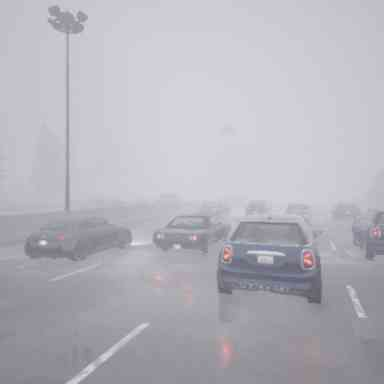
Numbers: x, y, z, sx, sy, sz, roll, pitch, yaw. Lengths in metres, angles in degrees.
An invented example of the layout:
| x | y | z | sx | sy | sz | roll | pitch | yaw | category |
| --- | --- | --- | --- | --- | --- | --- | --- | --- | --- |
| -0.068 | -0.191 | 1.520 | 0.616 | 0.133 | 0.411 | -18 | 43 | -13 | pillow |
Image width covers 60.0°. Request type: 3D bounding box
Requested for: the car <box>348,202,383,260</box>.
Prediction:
| x | y | z | sx | sy | sz | roll | pitch | yaw | category |
| --- | --- | --- | --- | --- | --- | --- | --- | --- | --- |
| 7.222 | 1.331 | 12.168 | 2.097 | 1.767 | 4.553 | 0 | 0 | 20 | car |

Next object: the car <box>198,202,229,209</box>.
| x | y | z | sx | sy | sz | roll | pitch | yaw | category |
| --- | --- | --- | --- | --- | --- | --- | --- | --- | --- |
| 2.018 | 1.549 | 28.807 | 1.895 | 1.301 | 4.718 | 0 | 0 | 20 | car |

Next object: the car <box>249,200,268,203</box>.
| x | y | z | sx | sy | sz | roll | pitch | yaw | category |
| --- | --- | --- | --- | --- | --- | --- | --- | --- | --- |
| 5.973 | 1.452 | 29.458 | 1.837 | 1.490 | 4.892 | 0 | 0 | 20 | car |

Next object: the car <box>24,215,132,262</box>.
| x | y | z | sx | sy | sz | roll | pitch | yaw | category |
| --- | --- | --- | --- | --- | --- | --- | --- | --- | --- |
| -3.930 | 1.542 | 12.208 | 1.994 | 1.385 | 4.181 | 0 | 0 | 20 | car |

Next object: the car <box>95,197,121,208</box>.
| x | y | z | sx | sy | sz | roll | pitch | yaw | category |
| --- | --- | --- | --- | --- | --- | --- | --- | --- | --- |
| -10.769 | 1.519 | 45.549 | 1.895 | 1.301 | 4.718 | 0 | 0 | 20 | car |

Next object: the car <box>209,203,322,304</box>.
| x | y | z | sx | sy | sz | roll | pitch | yaw | category |
| --- | --- | --- | --- | --- | --- | --- | --- | --- | --- |
| 2.160 | 1.336 | 8.477 | 2.097 | 1.767 | 4.553 | 0 | 0 | 20 | car |

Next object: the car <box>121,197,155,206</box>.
| x | y | z | sx | sy | sz | roll | pitch | yaw | category |
| --- | --- | --- | --- | --- | --- | --- | --- | --- | --- |
| -7.223 | 1.444 | 45.061 | 1.812 | 1.442 | 4.674 | 0 | 0 | 20 | car |

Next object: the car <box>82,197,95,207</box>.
| x | y | z | sx | sy | sz | roll | pitch | yaw | category |
| --- | --- | --- | --- | --- | --- | --- | --- | --- | --- |
| -13.721 | 1.406 | 47.674 | 2.128 | 1.511 | 4.902 | 0 | 0 | 20 | car |

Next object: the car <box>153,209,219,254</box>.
| x | y | z | sx | sy | sz | roll | pitch | yaw | category |
| --- | --- | --- | --- | --- | --- | --- | --- | --- | --- |
| 0.262 | 1.576 | 13.499 | 1.895 | 1.301 | 4.718 | 0 | 0 | 20 | car |

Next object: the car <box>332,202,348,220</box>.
| x | y | z | sx | sy | sz | roll | pitch | yaw | category |
| --- | --- | --- | --- | --- | --- | --- | --- | --- | --- |
| 12.661 | 1.515 | 27.370 | 1.994 | 1.385 | 4.181 | 0 | 0 | 20 | car |

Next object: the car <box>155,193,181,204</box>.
| x | y | z | sx | sy | sz | roll | pitch | yaw | category |
| --- | --- | --- | --- | --- | --- | --- | --- | --- | --- |
| -3.329 | 1.139 | 45.555 | 2.150 | 2.045 | 5.566 | 0 | 0 | 20 | car |
